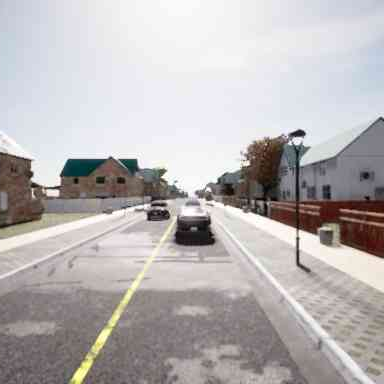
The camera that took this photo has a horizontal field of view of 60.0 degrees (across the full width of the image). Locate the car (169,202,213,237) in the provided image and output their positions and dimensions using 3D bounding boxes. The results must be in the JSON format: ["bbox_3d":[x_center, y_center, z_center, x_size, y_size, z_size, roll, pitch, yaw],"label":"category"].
[{"bbox_3d":[0.090,1.513,18.028,2.128,1.511,4.902,0,0,0],"label":"car"}]

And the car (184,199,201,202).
[{"bbox_3d":[0.079,1.561,40.960,1.882,1.535,5.008,0,0,0],"label":"car"}]

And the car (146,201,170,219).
[{"bbox_3d":[-2.861,1.550,29.206,1.837,1.490,4.892,0,0,0],"label":"car"}]
